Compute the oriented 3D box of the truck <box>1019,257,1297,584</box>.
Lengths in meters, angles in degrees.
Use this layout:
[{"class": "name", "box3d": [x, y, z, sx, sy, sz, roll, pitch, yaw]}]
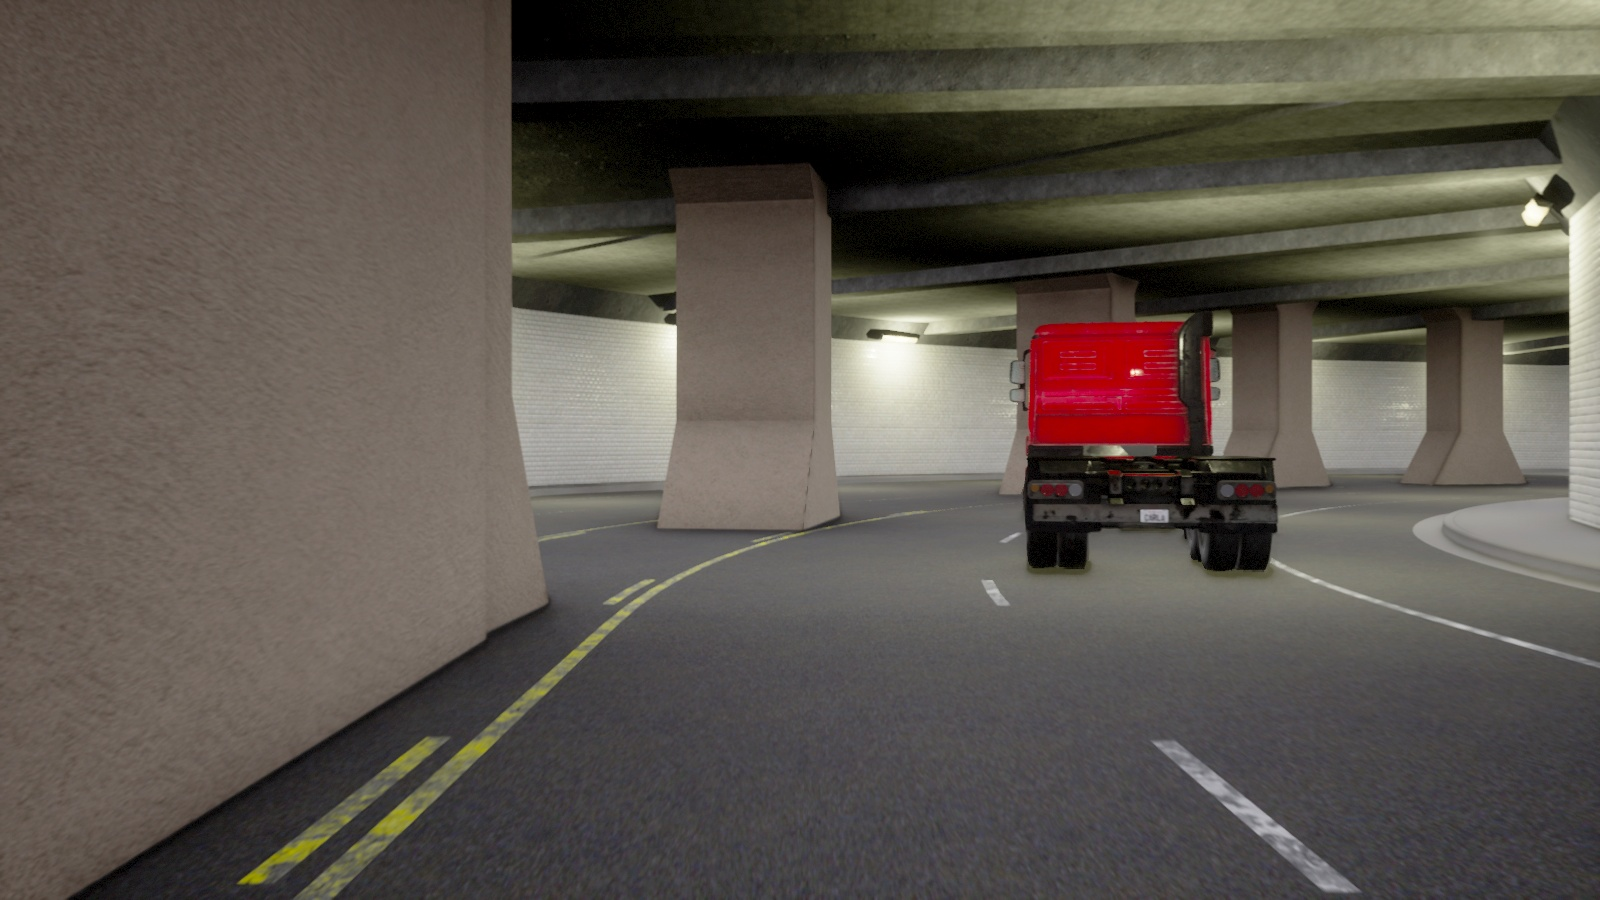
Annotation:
[{"class": "truck", "box3d": [4.581, -0.330, 17.472, 2.891, 3.462, 7.936, 0, 0, 11]}]
